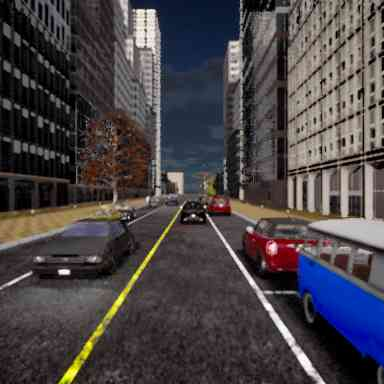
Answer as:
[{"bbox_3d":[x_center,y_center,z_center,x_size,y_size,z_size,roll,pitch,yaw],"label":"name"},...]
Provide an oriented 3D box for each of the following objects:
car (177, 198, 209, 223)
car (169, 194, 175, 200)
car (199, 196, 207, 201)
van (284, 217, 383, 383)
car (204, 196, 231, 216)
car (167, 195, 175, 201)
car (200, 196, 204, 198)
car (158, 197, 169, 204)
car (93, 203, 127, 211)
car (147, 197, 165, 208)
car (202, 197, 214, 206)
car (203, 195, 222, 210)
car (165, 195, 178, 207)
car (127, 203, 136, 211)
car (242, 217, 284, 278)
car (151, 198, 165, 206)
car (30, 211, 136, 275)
[{"bbox_3d":[0.095,1.517,25.724,1.882,1.535,5.008,0,0,0],"label":"car"},{"bbox_3d":[-5.708,1.430,95.459,1.690,1.788,3.998,0,0,0],"label":"car"},{"bbox_3d":[2.674,1.650,84.168,1.947,1.339,4.313,0,0,0],"label":"car"},{"bbox_3d":[2.692,1.349,4.479,1.690,1.788,3.998,0,0,0],"label":"van"},{"bbox_3d":[2.687,1.363,32.939,2.192,1.841,5.009,0,0,0],"label":"car"},{"bbox_3d":[-5.708,1.630,89.871,1.887,1.381,4.507,0,0,0],"label":"car"},{"bbox_3d":[0.091,1.562,42.238,2.163,1.488,4.792,0,0,0],"label":"car"},{"bbox_3d":[-5.703,1.659,67.101,1.802,1.307,4.206,0,0,0],"label":"car"},{"bbox_3d":[-5.693,1.559,21.393,1.752,1.417,4.829,0,0,0],"label":"car"},{"bbox_3d":[-5.699,1.616,50.025,2.008,1.369,4.403,0,0,0],"label":"car"},{"bbox_3d":[2.680,1.595,55.877,1.752,1.417,4.829,0,0,0],"label":"car"},{"bbox_3d":[2.684,1.375,44.324,2.192,1.841,5.009,0,0,0],"label":"car"},{"bbox_3d":[-3.082,1.631,52.987,1.994,1.385,4.181,0,0,0],"label":"car"},{"bbox_3d":[-5.694,1.592,27.256,2.008,1.369,4.403,0,0,0],"label":"car"},{"bbox_3d":[2.691,1.458,10.170,1.967,1.590,4.097,0,0,0],"label":"car"},{"bbox_3d":[-5.700,1.636,55.718,1.947,1.339,4.313,0,0,0],"label":"car"},{"bbox_3d":[-3.102,1.566,10.742,2.033,1.411,5.357,0,0,0],"label":"car"}]
